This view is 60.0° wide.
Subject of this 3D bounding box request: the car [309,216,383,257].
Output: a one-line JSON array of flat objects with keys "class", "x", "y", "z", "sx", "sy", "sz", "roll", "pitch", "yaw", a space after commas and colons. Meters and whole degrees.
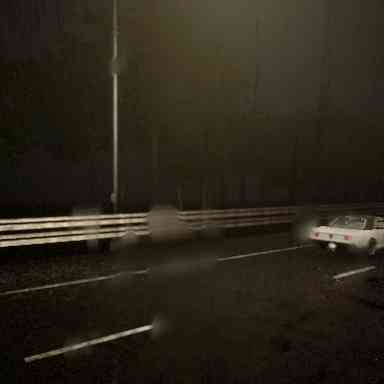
[{"class": "car", "x": 6.712, "y": 1.573, "z": 12.881, "sx": 4.718, "sy": 1.301, "sz": 1.895, "roll": 0, "pitch": 0, "yaw": -35}]
